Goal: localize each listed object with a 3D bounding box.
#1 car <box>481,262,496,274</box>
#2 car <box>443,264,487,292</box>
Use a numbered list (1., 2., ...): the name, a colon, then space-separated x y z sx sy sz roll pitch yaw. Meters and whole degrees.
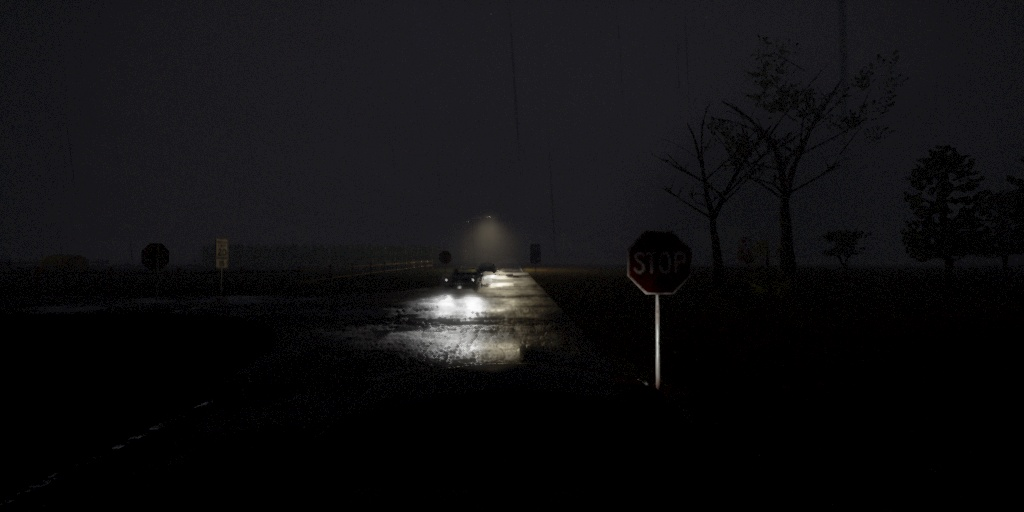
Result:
1. car: -2.778 1.347 40.454 1.895 1.301 4.718 0 0 0
2. car: -2.765 1.353 21.164 1.895 1.301 4.718 0 0 0
